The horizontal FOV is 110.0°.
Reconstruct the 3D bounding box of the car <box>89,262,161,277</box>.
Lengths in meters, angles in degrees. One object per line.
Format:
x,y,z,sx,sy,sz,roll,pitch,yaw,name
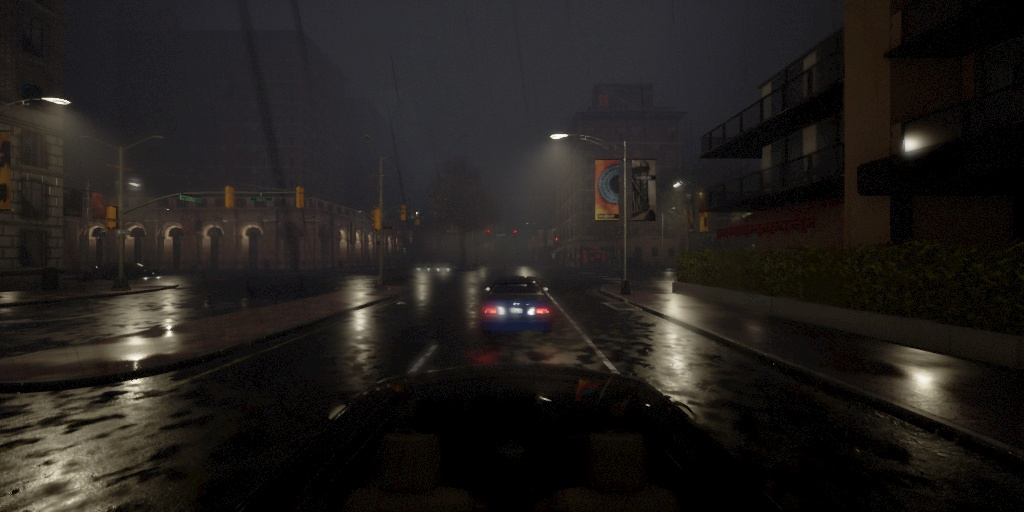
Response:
-37.185,1.297,34.512,5.357,1.411,2.033,0,0,0,car

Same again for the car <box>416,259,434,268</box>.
-14.516,1.228,61.705,1.882,1.535,5.008,0,0,1,car

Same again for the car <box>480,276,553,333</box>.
0.146,1.297,10.685,2.033,1.411,5.357,0,0,1,car

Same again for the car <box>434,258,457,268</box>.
-11.049,1.102,59.636,2.097,1.767,4.553,0,0,1,car
